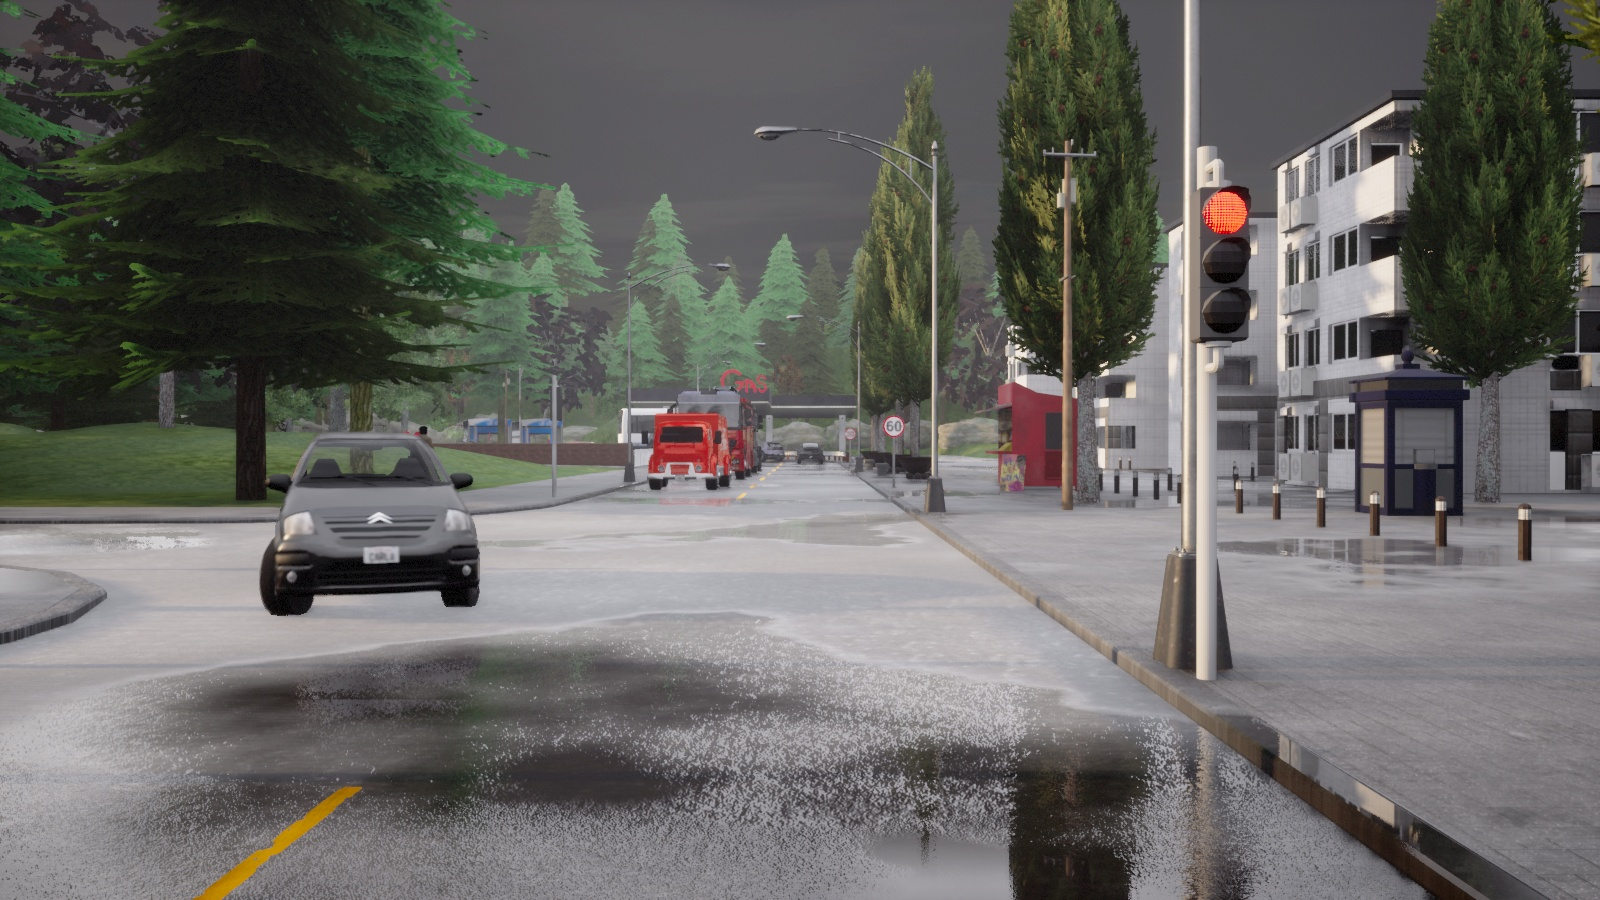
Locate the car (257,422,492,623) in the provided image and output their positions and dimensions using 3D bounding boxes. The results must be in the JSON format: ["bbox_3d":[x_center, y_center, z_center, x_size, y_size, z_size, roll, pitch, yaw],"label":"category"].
[{"bbox_3d":[-4.218,0.572,12.271,1.851,1.617,3.988,0,0,-21],"label":"car"}]

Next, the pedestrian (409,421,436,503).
[{"bbox_3d":[-9.071,0.279,30.152,0.396,1.930,0.692,0,0,5],"label":"pedestrian"}]

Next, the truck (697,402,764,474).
[{"bbox_3d":[-3.469,-0.603,64.590,2.891,3.462,7.936,0,0,1],"label":"truck"}]

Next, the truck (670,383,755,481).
[{"bbox_3d":[-3.575,-0.721,53.228,2.891,3.827,8.468,0,0,1],"label":"truck"}]

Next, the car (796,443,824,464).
[{"bbox_3d":[0.702,0.239,90.989,1.837,1.490,4.892,0,0,-1],"label":"car"}]

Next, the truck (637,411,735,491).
[{"bbox_3d":[-3.652,0.024,41.332,2.627,2.467,5.204,0,0,1],"label":"truck"}]
